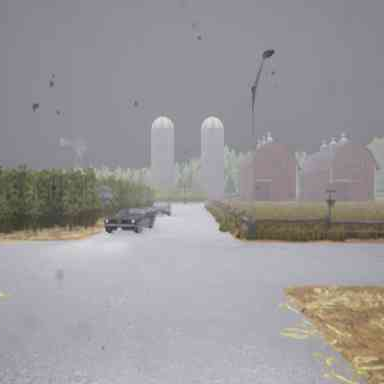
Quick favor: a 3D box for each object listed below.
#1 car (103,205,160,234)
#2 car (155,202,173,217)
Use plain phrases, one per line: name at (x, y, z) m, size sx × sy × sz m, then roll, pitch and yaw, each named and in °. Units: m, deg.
car at (-3.534, 1.664, 19.694) m, size 1.895 × 1.301 × 4.718 m, roll 0°, pitch -1°, yaw 8°
car at (-3.066, 1.743, 34.145) m, size 1.812 × 1.442 × 4.674 m, roll 0°, pitch -1°, yaw 0°
